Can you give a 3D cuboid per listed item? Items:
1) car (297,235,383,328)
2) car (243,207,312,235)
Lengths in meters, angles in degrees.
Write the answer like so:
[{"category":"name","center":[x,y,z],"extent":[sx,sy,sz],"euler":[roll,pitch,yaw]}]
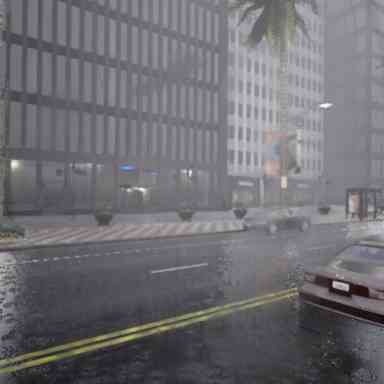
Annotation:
[{"category":"car","center":[4.501,1.628,6.956],"extent":[5.357,1.411,2.033],"euler":[1,0,-35]},{"category":"car","center":[5.177,1.647,19.951],"extent":[4.892,1.521,2.231],"euler":[1,0,-35]}]
